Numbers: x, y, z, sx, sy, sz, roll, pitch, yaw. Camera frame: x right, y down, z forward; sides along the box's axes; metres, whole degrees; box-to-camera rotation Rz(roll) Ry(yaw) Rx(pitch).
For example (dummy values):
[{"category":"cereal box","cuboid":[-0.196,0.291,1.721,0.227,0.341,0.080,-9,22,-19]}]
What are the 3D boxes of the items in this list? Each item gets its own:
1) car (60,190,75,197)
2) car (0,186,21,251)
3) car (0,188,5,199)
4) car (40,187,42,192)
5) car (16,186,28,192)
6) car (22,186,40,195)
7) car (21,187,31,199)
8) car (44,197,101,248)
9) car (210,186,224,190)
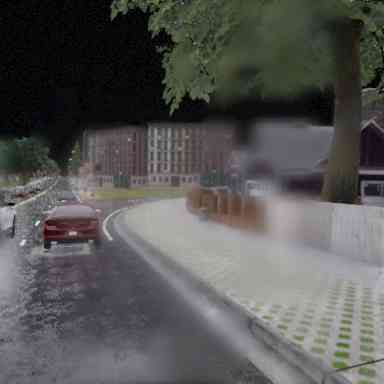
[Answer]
[{"category":"car","cuboid":[-16.390,0.494,43.614,2.033,1.411,5.357,0,1,-21]},{"category":"car","cuboid":[-7.750,0.918,11.820,2.150,2.045,5.566,0,1,-21]},{"category":"car","cuboid":[-28.614,0.224,48.196,1.882,1.535,5.008,0,2,-20]},{"category":"car","cuboid":[-36.620,-0.664,78.811,1.895,1.301,4.718,0,2,-21]},{"category":"car","cuboid":[-39.646,-0.724,77.622,1.812,1.442,4.674,0,2,-21]},{"category":"car","cuboid":[-31.093,-0.125,64.169,1.895,1.301,4.718,0,2,-21]},{"category":"car","cuboid":[-25.581,0.343,49.364,1.895,1.301,4.718,0,2,-20]},{"category":"car","cuboid":[-4.721,1.163,13.348,1.882,1.535,5.008,0,1,-18]},{"category":"car","cuboid":[5.409,-0.344,65.007,1.837,1.490,4.892,3,4,38]}]
